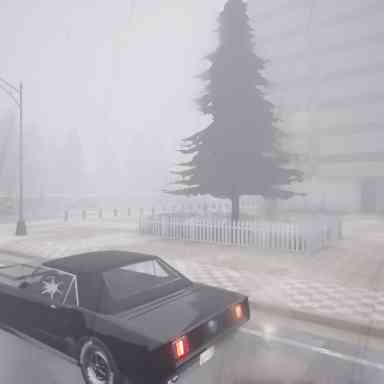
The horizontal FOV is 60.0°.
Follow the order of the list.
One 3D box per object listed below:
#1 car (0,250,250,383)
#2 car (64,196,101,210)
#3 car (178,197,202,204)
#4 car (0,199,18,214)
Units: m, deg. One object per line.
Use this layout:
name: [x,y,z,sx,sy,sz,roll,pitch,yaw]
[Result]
car: [-1.622,1.601,5.166,4.718,1.301,1.895,0,0,36]
car: [-14.103,1.353,42.815,2.097,1.767,4.553,0,0,36]
car: [-0.327,1.547,61.763,2.033,1.411,5.357,0,0,36]
car: [-20.502,1.478,33.946,1.882,1.535,5.008,0,0,36]
